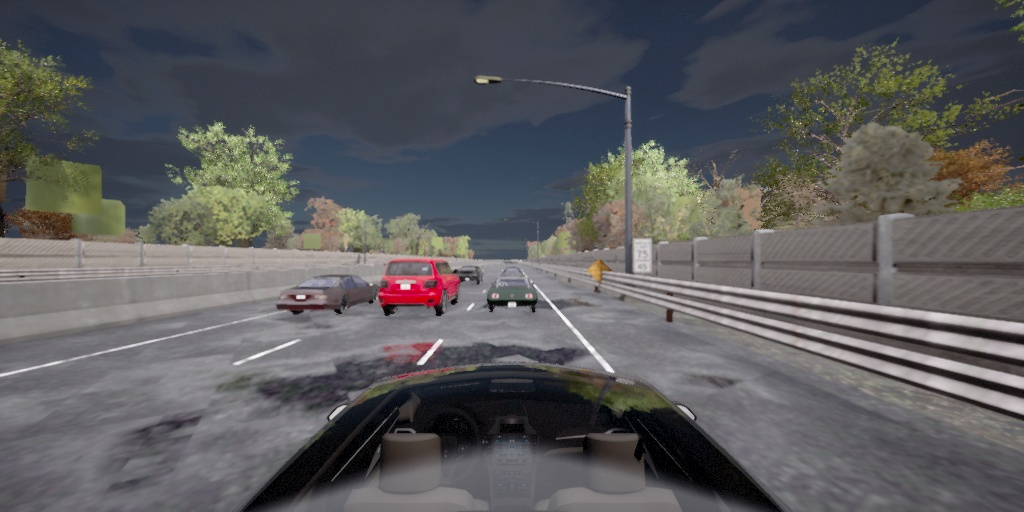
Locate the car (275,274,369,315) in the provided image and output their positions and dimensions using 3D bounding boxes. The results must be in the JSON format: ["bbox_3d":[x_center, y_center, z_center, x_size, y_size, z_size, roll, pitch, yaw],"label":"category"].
[{"bbox_3d":[-6.983,1.433,14.381,2.033,1.411,5.357,0,-1,0],"label":"car"}]

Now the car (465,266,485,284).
[{"bbox_3d":[-3.461,1.568,30.352,1.837,1.490,4.892,0,0,0],"label":"car"}]

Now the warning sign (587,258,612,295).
[{"bbox_3d":[4.563,1.048,18.727,1.300,1.860,1.060,0,0,0],"label":"warning sign"}]

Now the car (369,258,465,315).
[{"bbox_3d":[-3.482,1.111,14.446,2.150,2.045,5.566,0,0,0],"label":"car"}]

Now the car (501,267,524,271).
[{"bbox_3d":[0.041,1.625,30.381,1.994,1.385,4.181,0,-1,0],"label":"car"}]

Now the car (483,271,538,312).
[{"bbox_3d":[0.024,1.494,15.097,1.895,1.301,4.718,0,-1,0],"label":"car"}]
